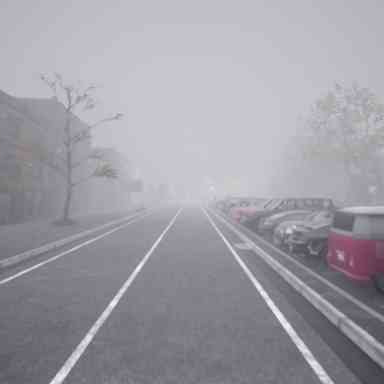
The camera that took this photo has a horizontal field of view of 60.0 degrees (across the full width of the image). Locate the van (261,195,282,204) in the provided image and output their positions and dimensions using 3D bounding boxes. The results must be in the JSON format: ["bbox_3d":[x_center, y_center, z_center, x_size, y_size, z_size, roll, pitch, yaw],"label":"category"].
[{"bbox_3d":[18.780,1.792,78.283,4.442,1.987,1.878,0,-1,0],"label":"van"}]

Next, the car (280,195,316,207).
[{"bbox_3d":[18.660,1.598,58.787,5.566,2.045,2.435,0,-1,0],"label":"car"}]

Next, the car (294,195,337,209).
[{"bbox_3d":[18.672,1.540,50.432,5.566,2.045,2.435,0,0,0],"label":"car"}]

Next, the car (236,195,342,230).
[{"bbox_3d":[5.639,1.367,19.353,5.566,2.045,2.435,0,0,0],"label":"car"}]

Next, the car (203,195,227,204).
[{"bbox_3d":[5.611,1.794,81.020,5.566,2.045,2.435,0,-1,0],"label":"car"}]

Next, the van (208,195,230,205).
[{"bbox_3d":[5.709,1.717,69.809,4.442,1.987,1.878,0,-1,0],"label":"van"}]

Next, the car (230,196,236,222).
[{"bbox_3d":[5.635,1.382,22.156,5.566,2.045,2.435,0,0,0],"label":"car"}]

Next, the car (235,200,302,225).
[{"bbox_3d":[5.628,1.524,24.958,4.553,1.767,2.185,0,0,0],"label":"car"}]

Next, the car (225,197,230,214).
[{"bbox_3d":[5.682,1.555,30.565,4.553,1.767,2.185,0,0,0],"label":"car"}]

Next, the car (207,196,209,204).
[{"bbox_3d":[5.580,1.876,58.594,4.792,1.488,2.163,0,0,0],"label":"car"}]

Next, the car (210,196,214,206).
[{"bbox_3d":[5.807,1.787,50.187,5.366,1.575,1.946,0,0,0],"label":"car"}]

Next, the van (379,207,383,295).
[{"bbox_3d":[5.806,1.314,5.337,4.442,1.987,1.878,0,0,0],"label":"van"}]

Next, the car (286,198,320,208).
[{"bbox_3d":[18.687,1.829,55.999,5.008,1.535,2.097,0,0,0],"label":"car"}]

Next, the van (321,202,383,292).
[{"bbox_3d":[5.801,1.330,8.140,4.442,1.987,1.878,0,0,0],"label":"van"}]

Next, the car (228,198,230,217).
[{"bbox_3d":[5.624,1.539,27.762,4.553,1.767,2.185,0,0,0],"label":"car"}]

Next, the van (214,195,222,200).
[{"bbox_3d":[5.513,1.533,44.582,4.442,1.987,1.878,0,0,0],"label":"van"}]

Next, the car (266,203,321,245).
[{"bbox_3d":[5.708,1.461,13.745,4.553,1.767,2.185,0,0,0],"label":"car"}]

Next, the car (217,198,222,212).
[{"bbox_3d":[5.637,1.711,36.171,5.008,1.535,2.097,0,0,0],"label":"car"}]

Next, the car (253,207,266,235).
[{"bbox_3d":[5.669,1.642,16.548,4.674,1.452,2.002,0,0,0],"label":"car"}]

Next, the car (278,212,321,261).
[{"bbox_3d":[5.674,1.572,10.942,4.892,1.521,2.231,0,0,0],"label":"car"}]

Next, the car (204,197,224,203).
[{"bbox_3d":[5.588,2.075,83.823,4.892,1.521,2.231,0,-1,0],"label":"car"}]

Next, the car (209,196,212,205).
[{"bbox_3d":[5.612,1.806,52.987,5.008,1.535,2.097,0,0,0],"label":"car"}]

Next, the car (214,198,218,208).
[{"bbox_3d":[5.605,1.772,41.777,4.792,1.488,2.163,0,0,0],"label":"car"}]

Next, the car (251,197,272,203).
[{"bbox_3d":[18.668,2.142,89.416,5.008,1.535,2.097,0,-1,0],"label":"car"}]

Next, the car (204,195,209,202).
[{"bbox_3d":[5.629,1.643,64.202,5.566,2.045,2.435,0,-1,0],"label":"car"}]

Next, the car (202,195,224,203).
[{"bbox_3d":[5.612,1.892,89.430,5.566,2.045,2.435,0,-1,0],"label":"car"}]

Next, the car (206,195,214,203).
[{"bbox_3d":[5.600,1.870,61.392,4.892,1.521,2.231,0,0,0],"label":"car"}]

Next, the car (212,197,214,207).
[{"bbox_3d":[5.655,1.804,47.384,4.792,1.488,2.163,0,0,0],"label":"car"}]

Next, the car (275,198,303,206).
[{"bbox_3d":[18.650,1.925,64.353,4.792,1.488,2.163,0,-1,0],"label":"car"}]

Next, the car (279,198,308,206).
[{"bbox_3d":[18.713,1.901,61.568,4.792,1.488,2.163,0,0,0],"label":"car"}]

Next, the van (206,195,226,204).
[{"bbox_3d":[5.470,1.767,75.415,4.442,1.987,1.878,0,-1,0],"label":"van"}]

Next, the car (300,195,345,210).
[{"bbox_3d":[18.676,1.526,47.770,5.566,2.045,2.435,0,0,0],"label":"car"}]

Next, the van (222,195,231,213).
[{"bbox_3d":[5.530,1.470,33.369,4.442,1.987,1.878,0,0,0],"label":"van"}]
